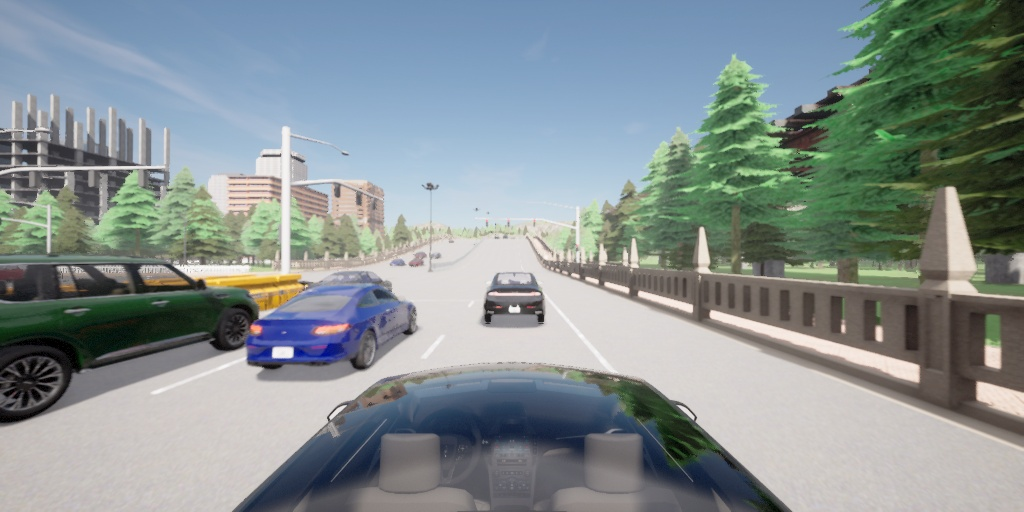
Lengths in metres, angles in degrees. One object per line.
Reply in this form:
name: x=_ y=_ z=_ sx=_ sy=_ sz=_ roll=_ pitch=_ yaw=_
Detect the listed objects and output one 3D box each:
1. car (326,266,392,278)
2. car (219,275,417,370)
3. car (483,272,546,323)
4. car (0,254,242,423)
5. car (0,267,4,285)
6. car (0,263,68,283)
car: x=-6.998 y=1.356 z=15.986 sx=2.033 sy=1.411 sz=5.357 roll=0 pitch=0 yaw=0
car: x=-3.437 y=1.300 z=7.705 sx=1.812 sy=1.442 sz=4.674 roll=0 pitch=0 yaw=0
car: x=0.081 y=1.283 z=12.251 sx=2.128 sy=1.511 sz=4.902 roll=0 pitch=0 yaw=0
car: x=-6.953 y=0.989 z=5.948 sx=2.150 sy=2.045 sz=5.566 roll=0 pitch=0 yaw=1
car: x=-39.631 y=1.446 z=25.443 sx=4.718 sy=1.301 sz=1.895 roll=0 pitch=0 yaw=2
car: x=-39.447 y=1.338 z=28.939 sx=5.008 sy=1.535 sz=1.882 roll=0 pitch=0 yaw=2
